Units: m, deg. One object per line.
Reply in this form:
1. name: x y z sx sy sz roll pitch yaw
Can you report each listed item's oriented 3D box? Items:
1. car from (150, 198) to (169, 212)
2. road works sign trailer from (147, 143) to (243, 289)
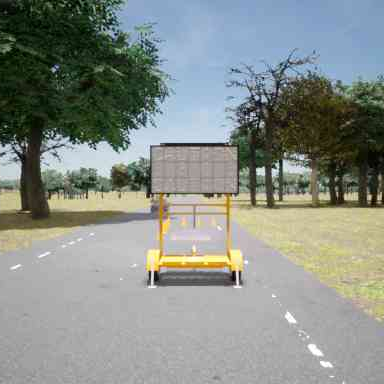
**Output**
1. car: -3.716 1.518 38.586 1.837 1.490 4.892 0 0 0
2. road works sign trailer: 0.067 0.461 9.161 2.380 3.560 2.880 0 0 0
